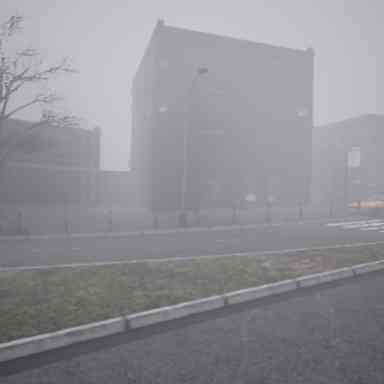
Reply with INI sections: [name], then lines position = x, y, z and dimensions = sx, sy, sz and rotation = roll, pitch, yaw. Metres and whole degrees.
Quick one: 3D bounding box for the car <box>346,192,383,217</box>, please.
[car]
position = 13.228, 0.831, 23.147
dimensions = 5.366, 1.575, 1.946
rotation = -2, 1, -21
